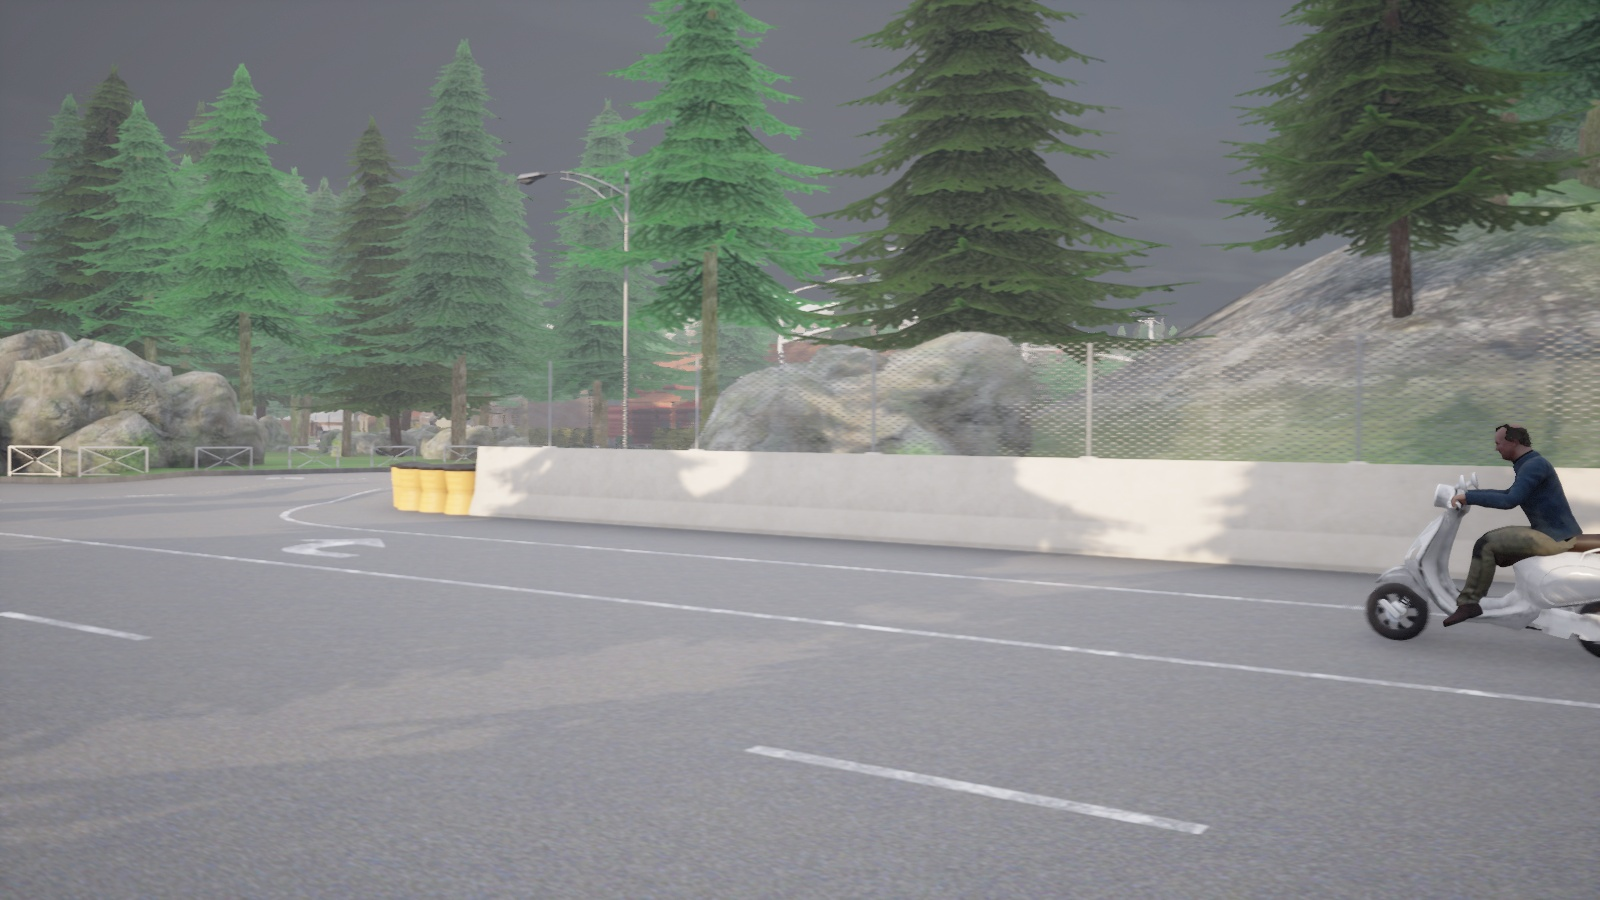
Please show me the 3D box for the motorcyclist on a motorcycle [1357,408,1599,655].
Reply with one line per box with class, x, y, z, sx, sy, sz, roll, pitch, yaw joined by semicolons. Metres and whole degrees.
motorcyclist on a motorcycle;4.942;0.521;8.742;1.817;1.590;0.866;0;1;34
